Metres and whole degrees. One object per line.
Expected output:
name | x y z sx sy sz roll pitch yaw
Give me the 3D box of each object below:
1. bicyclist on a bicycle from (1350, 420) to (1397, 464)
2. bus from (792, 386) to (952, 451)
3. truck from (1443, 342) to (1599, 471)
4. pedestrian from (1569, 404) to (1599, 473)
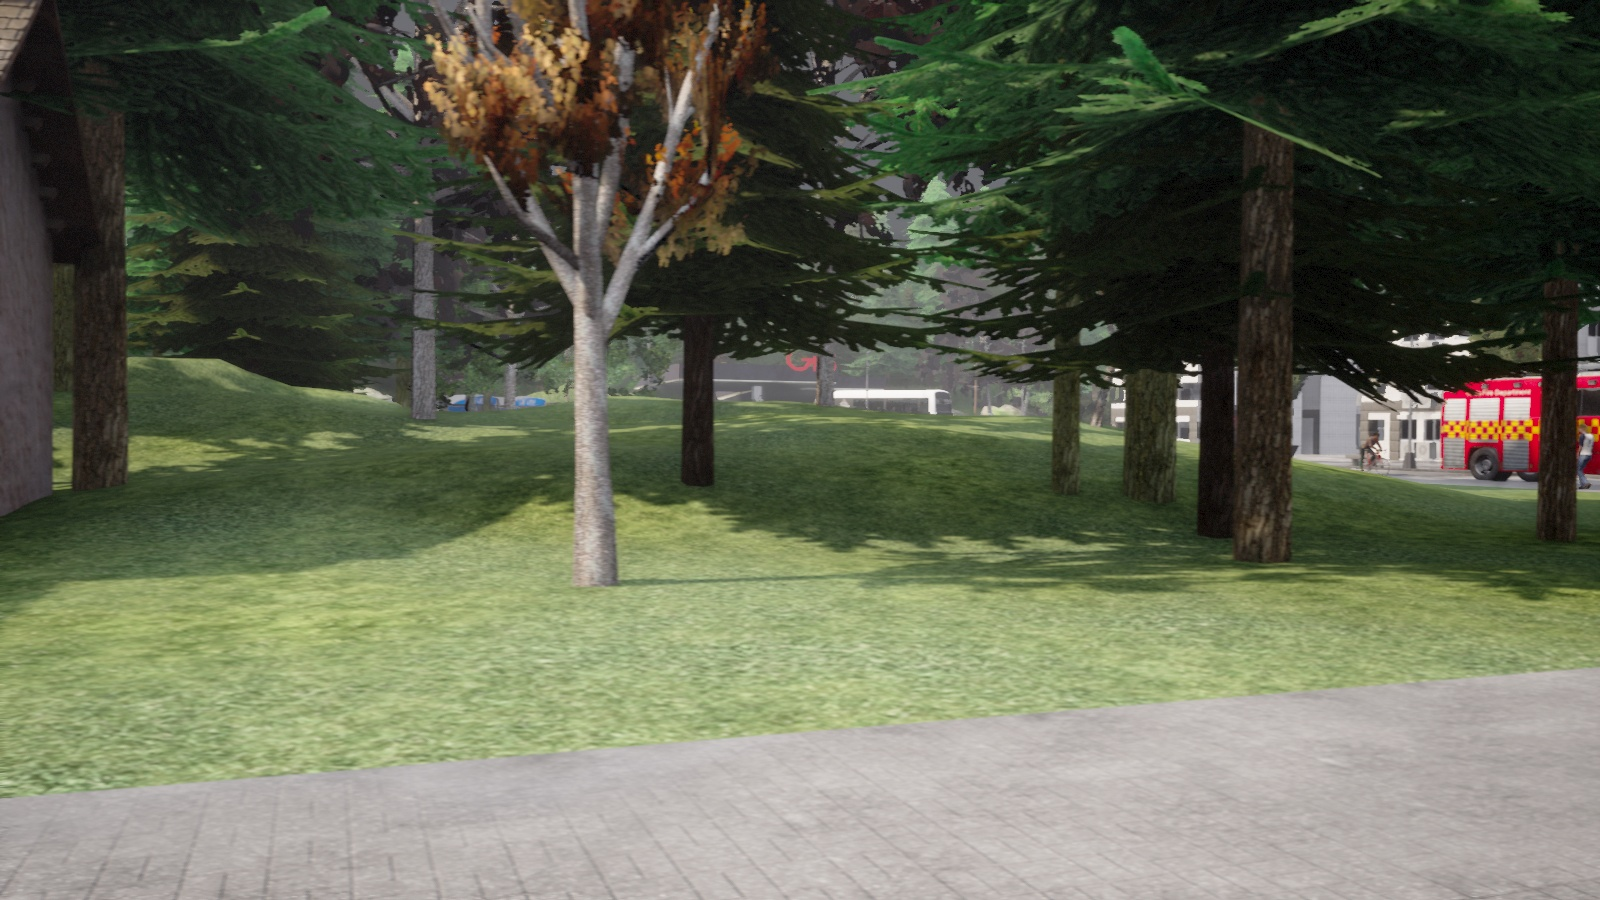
bicyclist on a bicycle | 21.556 -0.308 47.214 0.582 1.620 1.656 -1 1 -21
bus | 4.924 -2.100 86.736 10.273 4.253 3.944 0 1 30
truck | 24.597 -1.325 39.042 2.891 3.827 8.468 -1 1 -21
pedestrian | 21.199 -0.322 33.862 0.354 1.836 0.706 -1 1 -23
